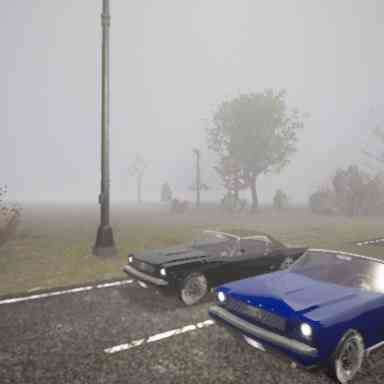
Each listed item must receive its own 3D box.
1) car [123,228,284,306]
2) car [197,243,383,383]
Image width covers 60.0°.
[{"bbox_3d":[0.778,1.624,8.209,4.718,1.301,1.895,0,0,-35],"label":"car"},{"bbox_3d":[2.590,1.622,5.510,4.718,1.301,1.895,0,0,-35],"label":"car"}]
